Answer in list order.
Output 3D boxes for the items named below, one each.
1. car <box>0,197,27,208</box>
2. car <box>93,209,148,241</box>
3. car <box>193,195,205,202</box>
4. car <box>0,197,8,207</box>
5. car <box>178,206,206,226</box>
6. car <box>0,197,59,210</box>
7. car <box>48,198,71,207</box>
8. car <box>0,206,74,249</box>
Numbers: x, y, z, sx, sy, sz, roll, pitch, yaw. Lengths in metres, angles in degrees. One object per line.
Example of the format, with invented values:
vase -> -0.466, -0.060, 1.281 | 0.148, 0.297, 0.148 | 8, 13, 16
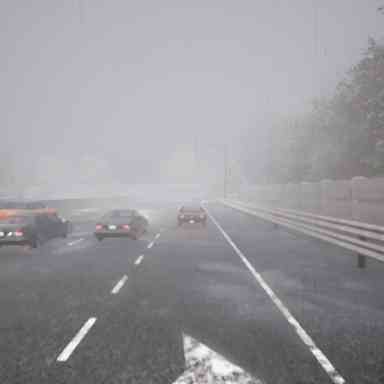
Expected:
car -> -28.050, 1.578, 52.038 | 2.128, 1.511, 4.902 | 0, 0, 1
car -> -3.402, 1.556, 16.724 | 2.033, 1.411, 5.357 | 0, 0, 0
car -> 1.463, 1.763, 86.320 | 1.812, 1.442, 4.674 | 0, -1, 11
car -> -31.534, 1.581, 52.698 | 2.128, 1.511, 4.902 | 0, 0, 1
car -> -0.005, 1.618, 23.750 | 1.895, 1.301, 4.718 | 0, 0, 0
car -> -10.402, 1.367, 21.383 | 2.097, 1.767, 4.553 | 0, 0, 0
car -> -21.046, 1.689, 53.038 | 1.895, 1.301, 4.718 | 0, 0, 1
car -> -6.901, 1.554, 14.467 | 2.033, 1.411, 5.357 | 0, 0, 0
